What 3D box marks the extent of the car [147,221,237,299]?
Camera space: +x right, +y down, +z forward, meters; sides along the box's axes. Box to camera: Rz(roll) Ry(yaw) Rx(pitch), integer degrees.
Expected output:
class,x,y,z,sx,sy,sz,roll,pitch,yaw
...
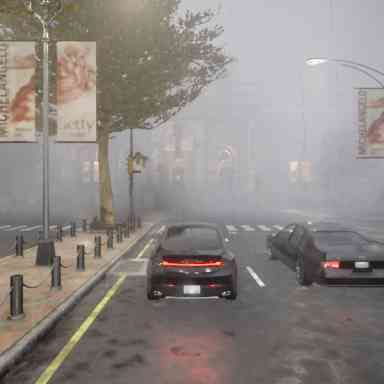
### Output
class,x,y,z,sx,sy,sz,roll,pitch,yaw
car,-0.004,1.505,8.397,1.837,1.490,4.892,0,0,0

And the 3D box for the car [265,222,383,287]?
class,x,y,z,sx,sy,sz,roll,pitch,yaw
car,3.494,1.547,9.362,2.033,1.411,5.357,0,0,0
